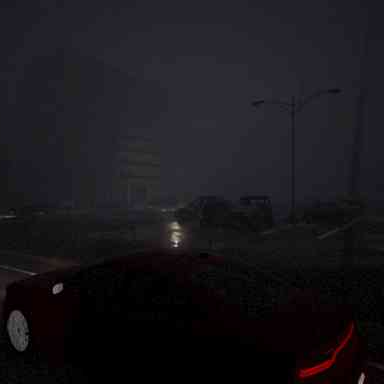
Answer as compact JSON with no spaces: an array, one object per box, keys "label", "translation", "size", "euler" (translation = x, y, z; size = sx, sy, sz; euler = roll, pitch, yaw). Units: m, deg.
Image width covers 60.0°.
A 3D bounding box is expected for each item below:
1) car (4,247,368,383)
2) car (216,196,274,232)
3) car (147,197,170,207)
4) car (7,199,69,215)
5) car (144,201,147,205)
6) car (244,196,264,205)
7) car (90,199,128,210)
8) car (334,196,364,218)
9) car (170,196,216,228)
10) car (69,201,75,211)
[{"label":"car","translation":[-0.533,1.478,4.369],"size":[5.008,1.535,1.882],"euler":[0,0,35]},{"label":"car","translation":[3.306,1.156,19.066],"size":[1.905,1.878,3.866],"euler":[0,0,34]},{"label":"car","translation":[-4.066,1.492,51.200],"size":[2.128,1.511,4.902],"euler":[0,0,34]},{"label":"car","translation":[-15.730,1.547,33.846],"size":[2.033,1.411,5.357],"euler":[0,0,34]},{"label":"car","translation":[-5.529,1.548,55.284],"size":[2.033,1.411,5.357],"euler":[0,0,34]},{"label":"car","translation":[11.491,1.526,61.506],"size":[1.812,1.442,4.674],"euler":[0,0,34]},{"label":"car","translation":[-10.388,1.601,41.808],"size":[1.895,1.301,4.718],"euler":[0,0,34]},{"label":"car","translation":[15.329,1.395,32.023],"size":[1.970,1.475,3.806],"euler":[0,0,34]},{"label":"car","translation":[0.939,1.153,20.732],"size":[1.932,1.855,4.605],"euler":[0,0,34]},{"label":"car","translation":[-16.182,1.526,39.434],"size":[1.812,1.442,4.674],"euler":[0,0,34]}]
